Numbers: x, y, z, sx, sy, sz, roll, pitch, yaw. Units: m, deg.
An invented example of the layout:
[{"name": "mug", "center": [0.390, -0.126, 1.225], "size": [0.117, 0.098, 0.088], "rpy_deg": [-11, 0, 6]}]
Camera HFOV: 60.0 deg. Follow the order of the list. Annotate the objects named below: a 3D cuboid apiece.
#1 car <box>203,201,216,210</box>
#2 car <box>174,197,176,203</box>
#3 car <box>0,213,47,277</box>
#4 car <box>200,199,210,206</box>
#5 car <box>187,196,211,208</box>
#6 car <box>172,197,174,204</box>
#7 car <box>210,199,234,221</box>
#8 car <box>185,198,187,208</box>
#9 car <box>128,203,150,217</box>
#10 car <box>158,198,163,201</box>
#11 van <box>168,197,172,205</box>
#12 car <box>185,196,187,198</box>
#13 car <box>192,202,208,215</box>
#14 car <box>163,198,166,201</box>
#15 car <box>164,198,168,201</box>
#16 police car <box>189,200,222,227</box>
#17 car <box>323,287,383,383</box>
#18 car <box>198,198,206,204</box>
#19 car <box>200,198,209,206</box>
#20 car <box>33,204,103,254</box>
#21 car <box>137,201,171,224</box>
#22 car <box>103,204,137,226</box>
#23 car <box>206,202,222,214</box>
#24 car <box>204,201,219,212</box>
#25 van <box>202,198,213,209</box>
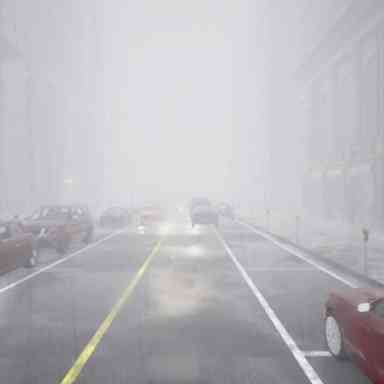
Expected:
[{"name": "car", "center": [2.765, 2.110, 53.553], "size": [1.887, 1.381, 4.507], "rpy_deg": [0, -1, 0]}, {"name": "car", "center": [-5.761, 2.302, 81.553], "size": [1.967, 1.590, 4.097], "rpy_deg": [0, -1, 0]}, {"name": "car", "center": [-5.759, 1.532, 8.734], "size": [1.967, 1.590, 4.097], "rpy_deg": [0, -1, 0]}, {"name": "car", "center": [2.764, 2.288, 70.359], "size": [1.887, 1.381, 4.507], "rpy_deg": [0, -1, 0]}, {"name": "car", "center": [0.820, 1.591, 34.851], "size": [2.150, 2.045, 5.566], "rpy_deg": [0, -1, -1]}, {"name": "car", "center": [-5.761, 2.384, 75.950], "size": [1.802, 1.307, 4.206], "rpy_deg": [0, -1, 0]}, {"name": "car", "center": [2.766, 1.768, 31.146], "size": [1.967, 1.590, 4.097], "rpy_deg": [0, -1, 0]}, {"name": "car", "center": [-0.001, 2.151, 59.217], "size": [1.812, 1.442, 4.674], "rpy_deg": [0, -1, 0]}, {"name": "car", "center": [-5.760, 1.969, 36.739], "size": [1.802, 1.307, 4.206], "rpy_deg": [0, -1, 0]}, {"name": "car", "center": [-5.760, 1.945, 47.944], "size": [1.967, 1.590, 4.097], "rpy_deg": [0, -1, 0]}, {"name": "van", "center": [-5.760, 2.084, 70.351], "size": [1.690, 1.788, 3.998], "rpy_deg": [0, -1, 0]}, {"name": "car", "center": [-0.001, 1.956, 79.526], "size": [2.150, 2.045, 5.566], "rpy_deg": [0, -1, 0]}, {"name": "car", "center": [0.900, 1.956, 40.826], "size": [1.812, 1.442, 4.674], "rpy_deg": [0, -1, 0]}, {"name": "car", "center": [-5.761, 2.109, 53.544], "size": [1.887, 1.381, 4.507], "rpy_deg": [0, -1, 0]}, {"name": "car", "center": [-5.761, 2.169, 59.146], "size": [1.887, 1.381, 4.507], "rpy_deg": [0, -1, 0]}, {"name": "police car", "center": [0.900, 1.688, 24.938], "size": [1.930, 1.638, 5.238], "rpy_deg": [0, -1, 0]}, {"name": "car", "center": [2.766, 1.579, 3.137], "size": [1.887, 1.381, 4.507], "rpy_deg": [0, -1, 0]}, {"name": "car", "center": [2.764, 2.527, 92.766], "size": [1.887, 1.381, 4.507], "rpy_deg": [0, -1, 0]}, {"name": "car", "center": [2.765, 2.243, 75.962], "size": [1.967, 1.590, 4.097], "rpy_deg": [0, -1, 0]}, {"name": "car", "center": [-5.759, 1.466, 14.336], "size": [2.192, 1.841, 5.009], "rpy_deg": [0, -1, 0]}, {"name": "car", "center": [-3.099, 1.767, 27.501], "size": [1.882, 1.535, 5.008], "rpy_deg": [0, -1, 0]}, {"name": "car", "center": [-5.760, 1.813, 25.537], "size": [1.887, 1.381, 4.507], "rpy_deg": [0, -1, 0]}, {"name": "car", "center": [2.765, 1.974, 42.520], "size": [1.752, 1.417, 4.829], "rpy_deg": [0, -1, 0]}, {"name": "car", "center": [2.765, 2.051, 47.952], "size": [1.887, 1.381, 4.507], "rpy_deg": [0, -1, 0]}, {"name": "van", "center": [2.765, 1.966, 59.157], "size": [1.690, 1.788, 3.998], "rpy_deg": [0, -1, 0]}]
